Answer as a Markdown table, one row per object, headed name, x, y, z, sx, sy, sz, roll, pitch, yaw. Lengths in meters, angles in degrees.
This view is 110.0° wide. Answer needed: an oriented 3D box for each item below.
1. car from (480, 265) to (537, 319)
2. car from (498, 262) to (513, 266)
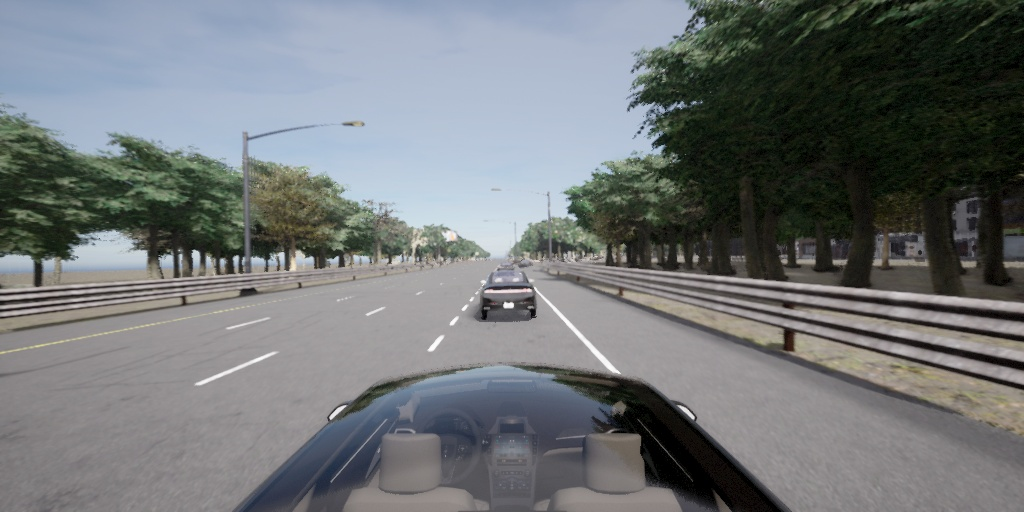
| name | x | y | z | sx | sy | sz | roll | pitch | yaw |
| --- | --- | --- | --- | --- | --- | --- | --- | --- | --- |
| car | -0.147 | 1.292 | 13.216 | 2.128 | 1.511 | 4.902 | -1 | 0 | -1 |
| car | -0.628 | 1.414 | 40.218 | 2.128 | 1.511 | 4.902 | -1 | 0 | -1 |
